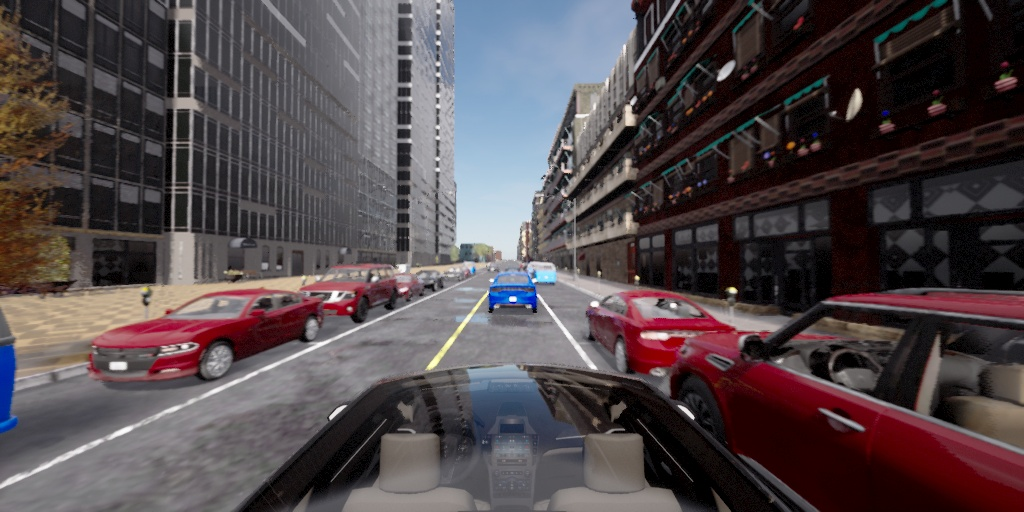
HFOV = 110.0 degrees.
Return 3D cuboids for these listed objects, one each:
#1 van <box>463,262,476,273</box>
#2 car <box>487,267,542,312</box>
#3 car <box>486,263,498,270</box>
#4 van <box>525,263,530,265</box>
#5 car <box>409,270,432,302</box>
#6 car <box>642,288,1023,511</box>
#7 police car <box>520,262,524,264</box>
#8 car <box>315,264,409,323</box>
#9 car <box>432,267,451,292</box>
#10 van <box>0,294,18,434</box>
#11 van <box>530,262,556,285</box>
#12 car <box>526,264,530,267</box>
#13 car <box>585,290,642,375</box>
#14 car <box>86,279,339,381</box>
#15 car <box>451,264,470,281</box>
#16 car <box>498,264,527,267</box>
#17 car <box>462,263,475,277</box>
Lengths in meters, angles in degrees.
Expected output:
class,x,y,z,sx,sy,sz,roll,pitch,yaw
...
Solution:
class,x,y,z,sx,sy,sz,roll,pitch,yaw
van,-5.707,1.690,46.939,1.690,1.789,3.998,0,0,0
car,0.049,1.412,15.303,1.882,1.535,5.008,0,0,0
car,-3.079,1.996,59.349,2.128,1.511,4.902,0,-1,0
van,2.676,1.618,41.321,1.690,1.789,3.998,0,0,0
car,-5.696,1.562,18.709,1.802,1.307,4.207,0,0,0
car,2.691,1.066,1.797,2.192,1.841,5.009,0,0,0
police car,2.976,1.999,64.942,1.930,1.638,5.238,0,-1,0
car,-5.694,1.219,13.064,2.192,1.841,5.009,0,0,0
car,-5.698,1.621,24.356,1.948,1.339,4.313,0,0,0
van,-5.689,1.091,1.772,1.690,1.789,3.998,0,0,0
van,2.680,1.471,30.029,1.690,1.789,3.998,0,0,0
car,2.678,1.755,35.676,2.007,1.370,4.403,0,0,0
car,2.689,1.374,7.445,1.888,1.381,4.507,0,0,0
car,-5.692,1.373,7.418,1.888,1.381,4.507,0,0,0
car,-5.703,1.754,35.647,2.007,1.370,4.403,0,0,0
car,0.040,1.653,29.826,1.812,1.442,4.674,0,0,0
car,-5.705,1.859,41.293,1.802,1.307,4.207,0,0,0
